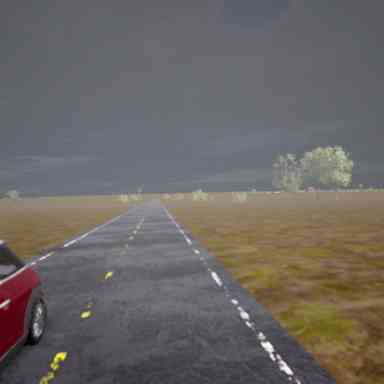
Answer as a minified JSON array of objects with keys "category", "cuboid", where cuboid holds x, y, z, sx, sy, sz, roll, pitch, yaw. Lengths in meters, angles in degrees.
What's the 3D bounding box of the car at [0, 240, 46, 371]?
[{"category":"car","cuboid":[-3.275,1.478,3.537,2.097,1.767,4.553,-1,-1,-6]}]
